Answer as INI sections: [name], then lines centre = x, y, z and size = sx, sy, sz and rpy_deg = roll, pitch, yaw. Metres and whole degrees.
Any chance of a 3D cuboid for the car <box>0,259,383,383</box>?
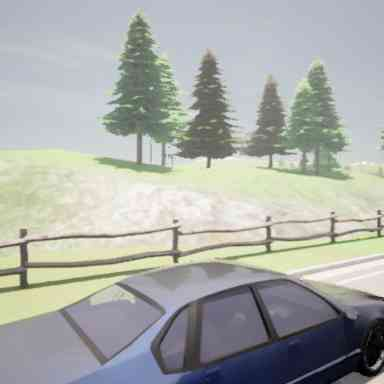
[car]
centre = 0.408, 1.567, 3.896
size = 5.357, 1.411, 2.033
rpy_deg = 0, 0, -34
